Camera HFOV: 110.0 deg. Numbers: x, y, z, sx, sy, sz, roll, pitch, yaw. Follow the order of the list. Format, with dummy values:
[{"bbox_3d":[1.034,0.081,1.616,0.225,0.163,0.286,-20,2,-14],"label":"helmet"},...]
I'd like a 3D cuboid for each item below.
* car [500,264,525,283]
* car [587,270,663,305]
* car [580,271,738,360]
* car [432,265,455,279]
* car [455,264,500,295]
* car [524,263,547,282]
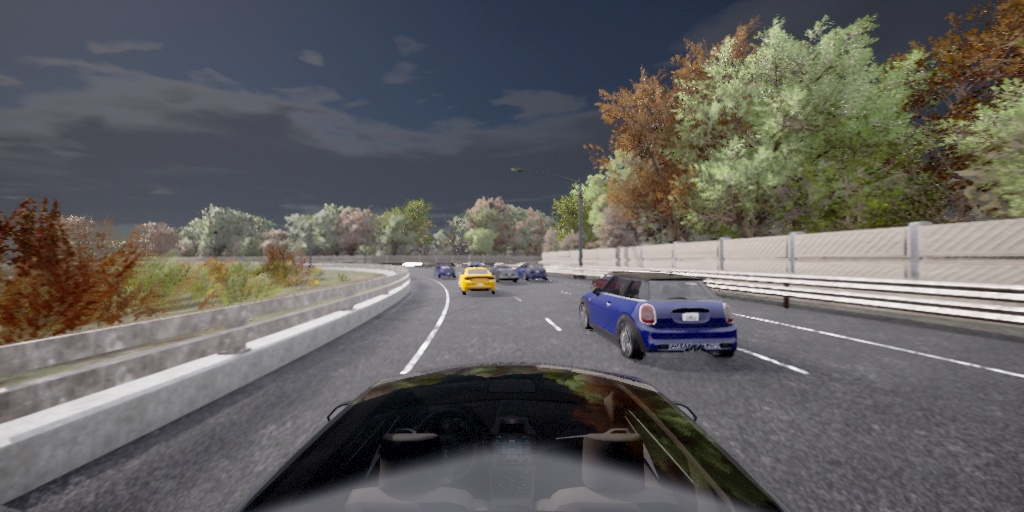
[{"bbox_3d":[-0.926,1.628,31.336,2.033,1.411,5.357,0,-1,-17],"label":"car"},{"bbox_3d":[5.475,1.488,18.069,1.994,1.385,4.181,0,-1,-9],"label":"car"},{"bbox_3d":[3.157,1.176,8.763,2.097,1.767,4.553,0,-1,-4],"label":"car"},{"bbox_3d":[-7.480,1.706,39.542,1.812,1.442,4.674,0,-1,-21],"label":"car"},{"bbox_3d":[-2.254,1.457,22.102,1.882,1.535,5.008,0,-1,-12],"label":"car"},{"bbox_3d":[1.658,1.465,34.564,2.097,1.767,4.553,0,-1,-17],"label":"car"}]
